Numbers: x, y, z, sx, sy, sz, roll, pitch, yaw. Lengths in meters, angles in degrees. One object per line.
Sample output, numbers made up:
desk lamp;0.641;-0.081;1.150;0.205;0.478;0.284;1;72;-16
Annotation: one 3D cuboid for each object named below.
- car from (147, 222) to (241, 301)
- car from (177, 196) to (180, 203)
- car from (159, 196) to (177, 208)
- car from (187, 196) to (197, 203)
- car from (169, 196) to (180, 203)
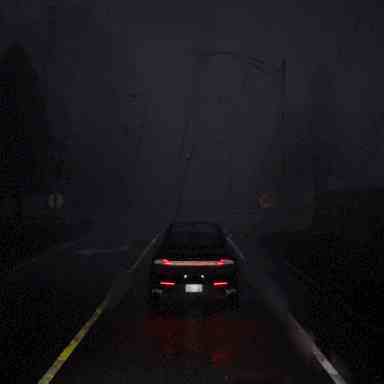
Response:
car;0.055;1.491;8.322;2.128;1.511;4.902;0;0;0
car;-3.569;1.475;57.292;1.882;1.535;5.008;0;0;0
car;-3.584;1.545;47.325;2.033;1.411;5.357;0;0;0
car;0.010;1.488;69.553;2.128;1.511;4.902;0;0;0
car;-3.508;1.502;67.578;1.837;1.490;4.892;0;0;0
